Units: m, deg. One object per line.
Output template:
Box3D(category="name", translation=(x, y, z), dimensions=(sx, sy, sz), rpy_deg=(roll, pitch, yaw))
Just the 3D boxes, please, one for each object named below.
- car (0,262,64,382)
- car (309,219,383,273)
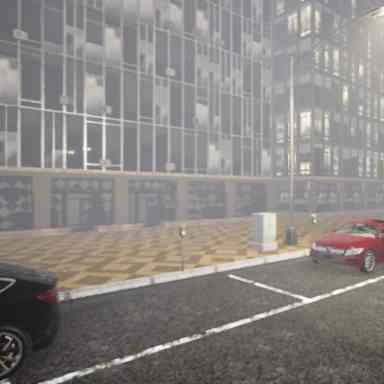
Box3D(category="car", translation=(-3.780, 1.569, 3.860), dimensions=(4.313, 1.339, 1.947), rpy_deg=(0, 0, -35))
Box3D(category="car", translation=(5.488, 1.546, 10.468), dimensions=(4.206, 1.307, 1.802), rpy_deg=(0, 0, -35))
